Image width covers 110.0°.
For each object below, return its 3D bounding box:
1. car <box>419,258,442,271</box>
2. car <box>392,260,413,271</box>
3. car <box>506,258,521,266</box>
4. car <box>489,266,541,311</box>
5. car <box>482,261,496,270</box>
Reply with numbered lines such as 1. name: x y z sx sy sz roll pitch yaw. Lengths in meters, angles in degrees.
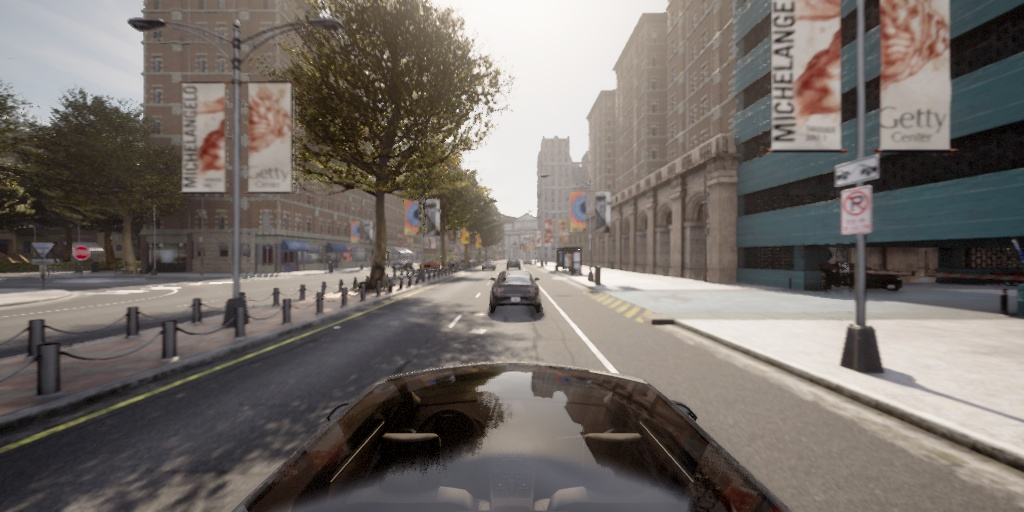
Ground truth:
1. car: -11.479 1.107 49.905 2.097 1.767 4.553 0 0 0
2. car: -14.982 1.247 49.260 2.128 1.511 4.902 0 0 0
3. car: 0.204 1.104 53.301 2.097 1.767 4.553 0 0 0
4. car: 0.119 1.276 14.217 1.812 1.442 4.674 0 0 0
5. car: -3.297 1.354 52.319 1.895 1.301 4.718 0 0 0
